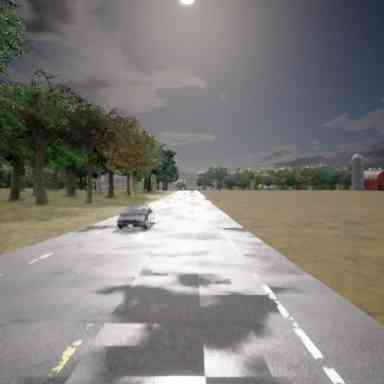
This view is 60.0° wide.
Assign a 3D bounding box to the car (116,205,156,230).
[{"bbox_3d":[-3.513,1.555,21.806,2.033,1.411,5.357,0,0,1],"label":"car"}]
